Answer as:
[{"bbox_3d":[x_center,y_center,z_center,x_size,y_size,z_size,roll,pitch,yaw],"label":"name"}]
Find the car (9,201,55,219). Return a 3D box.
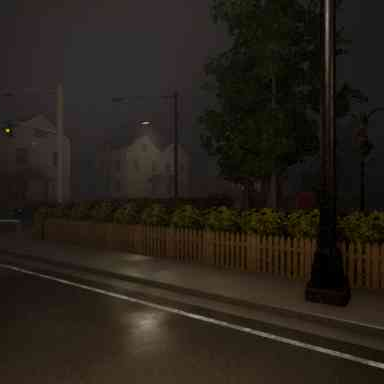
[{"bbox_3d":[-13.607,1.525,29.386,1.812,1.442,4.674,0,0,35],"label":"car"}]

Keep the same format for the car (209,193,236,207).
[{"bbox_3d":[4.354,1.220,48.768,2.150,2.045,5.566,0,0,35],"label":"car"}]
